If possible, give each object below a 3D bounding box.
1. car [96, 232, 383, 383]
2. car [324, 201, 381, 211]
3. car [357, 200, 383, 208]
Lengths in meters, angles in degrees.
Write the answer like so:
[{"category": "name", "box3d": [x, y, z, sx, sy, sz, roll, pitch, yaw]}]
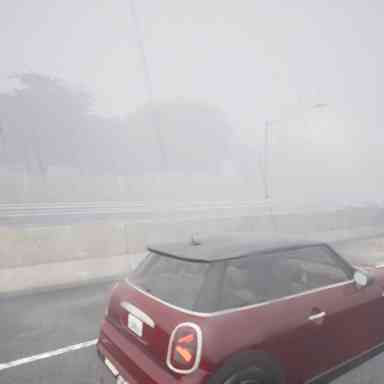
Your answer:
[{"category": "car", "box3d": [1.161, 1.348, 4.567, 4.553, 1.767, 2.097, 0, 0, -35]}, {"category": "car", "box3d": [12.133, 1.573, 25.441, 4.718, 1.301, 1.895, 0, 0, -35]}, {"category": "car", "box3d": [17.130, 1.510, 33.234, 5.357, 1.411, 2.033, 0, 0, -35]}]
